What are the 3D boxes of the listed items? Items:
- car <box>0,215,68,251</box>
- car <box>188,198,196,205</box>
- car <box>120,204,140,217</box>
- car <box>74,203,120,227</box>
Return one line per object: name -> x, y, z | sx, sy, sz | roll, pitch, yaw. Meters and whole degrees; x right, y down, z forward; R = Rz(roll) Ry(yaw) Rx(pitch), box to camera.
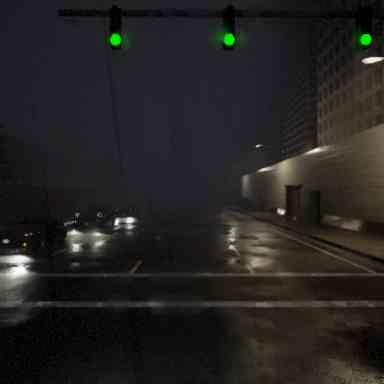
car -> -7.098, 1.705, 14.672 | 1.994, 1.385, 4.181 | 0, -1, 0
car -> 0.012, 2.258, 83.562 | 2.128, 1.511, 4.902 | 0, -1, 0
car -> -7.083, 1.985, 36.785 | 1.895, 1.301, 4.718 | 0, -1, 0
car -> -7.093, 1.604, 24.693 | 2.097, 1.767, 4.553 | 0, -1, 0
